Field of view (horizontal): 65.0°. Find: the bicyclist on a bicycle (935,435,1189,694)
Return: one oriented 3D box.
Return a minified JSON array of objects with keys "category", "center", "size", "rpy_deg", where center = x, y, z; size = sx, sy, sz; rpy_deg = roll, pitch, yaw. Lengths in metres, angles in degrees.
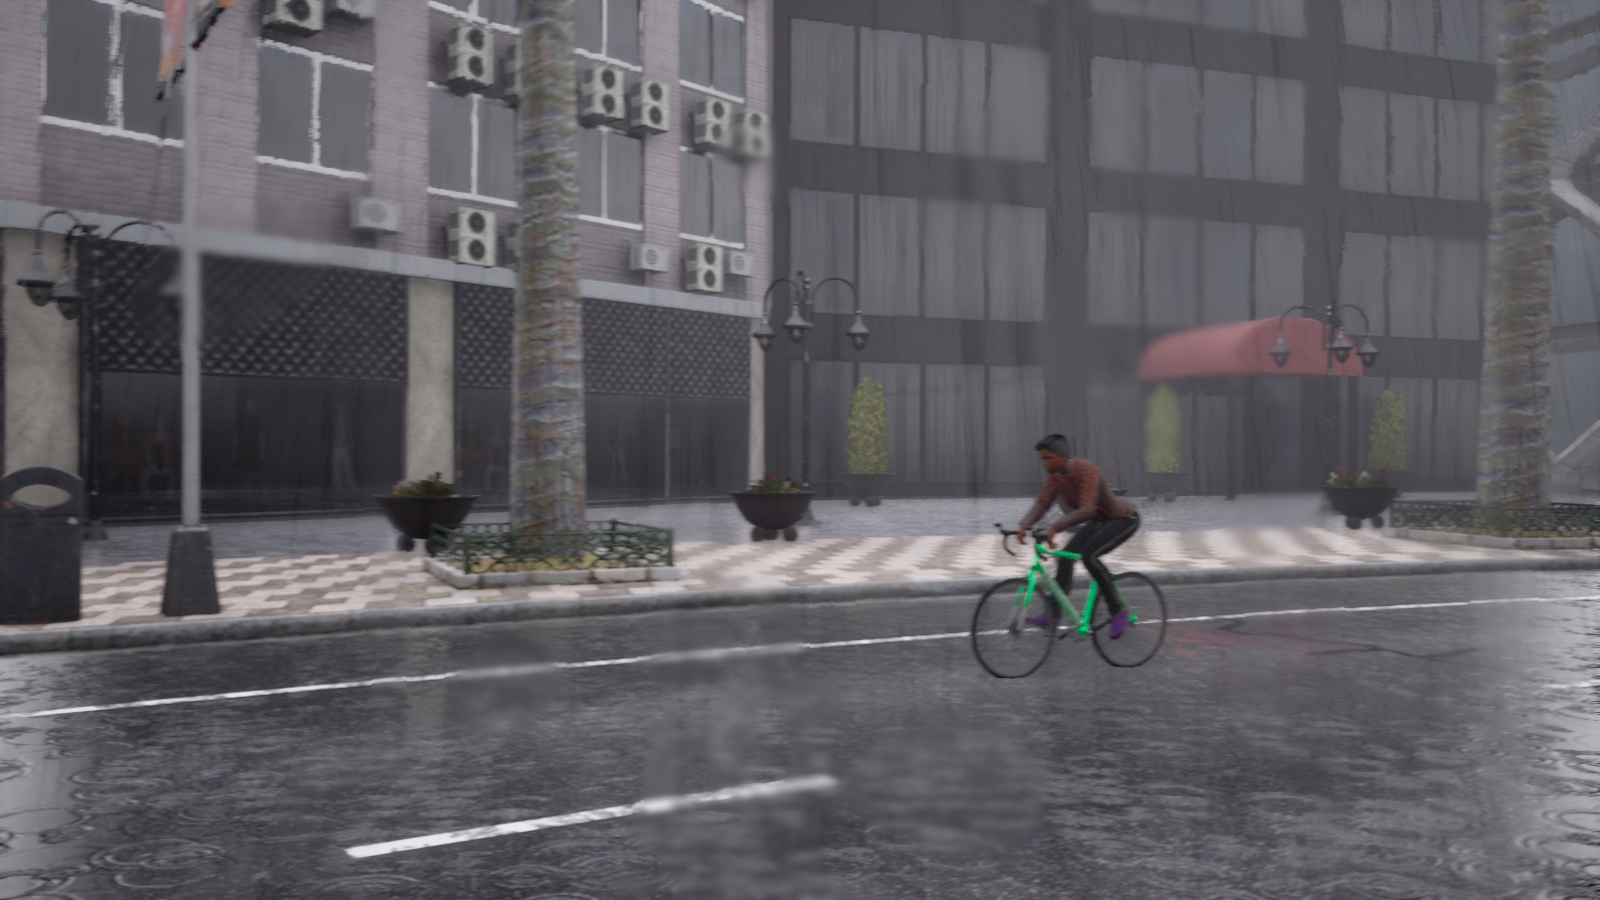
[{"category":"bicyclist on a bicycle","center":[1.774,0.709,8.458],"size":[1.656,1.620,0.582],"rpy_deg":[0,0,-26]}]
